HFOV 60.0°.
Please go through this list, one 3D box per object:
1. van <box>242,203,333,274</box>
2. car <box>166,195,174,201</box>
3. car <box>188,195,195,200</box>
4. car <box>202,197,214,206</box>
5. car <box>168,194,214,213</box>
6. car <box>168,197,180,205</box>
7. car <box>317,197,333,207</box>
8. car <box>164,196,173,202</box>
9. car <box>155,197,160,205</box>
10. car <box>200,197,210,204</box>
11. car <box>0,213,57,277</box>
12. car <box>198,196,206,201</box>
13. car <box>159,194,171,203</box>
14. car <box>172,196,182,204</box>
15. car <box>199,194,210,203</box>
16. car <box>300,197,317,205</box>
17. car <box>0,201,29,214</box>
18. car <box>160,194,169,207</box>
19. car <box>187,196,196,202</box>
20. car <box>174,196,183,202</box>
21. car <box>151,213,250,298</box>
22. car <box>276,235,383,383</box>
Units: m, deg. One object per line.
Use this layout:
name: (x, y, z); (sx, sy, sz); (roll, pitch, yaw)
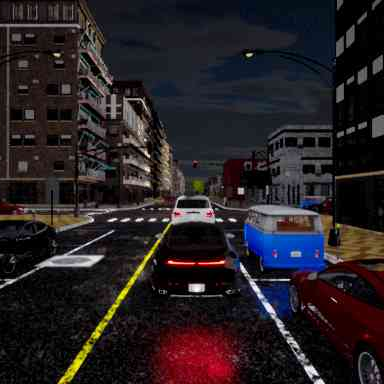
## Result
van: (2.643, 1.343, 10.308); (1.690, 1.788, 3.998); (0, 0, 0)
car: (-5.842, 1.617, 88.144); (1.752, 1.417, 4.829); (0, 0, 0)
car: (-0.160, 1.584, 91.929); (1.895, 1.301, 4.718); (0, 0, 0)
car: (2.596, 1.562, 55.265); (1.752, 1.417, 4.829); (0, 0, 0)
car: (0.057, 1.225, 18.491); (2.150, 2.045, 5.566); (0, 0, 0)
car: (-3.179, 1.643, 59.108); (1.895, 1.301, 4.718); (0, 0, 0)
car: (14.868, 1.359, 31.221); (5.009, 1.841, 2.192); (0, 0, 0)
car: (-5.833, 1.632, 82.775); (2.008, 1.369, 4.403); (0, 0, 0)
car: (-5.794, 1.569, 60.448); (1.752, 1.417, 4.829); (0, 0, 0)
car: (2.577, 1.634, 66.173); (1.802, 1.307, 4.206); (0, 0, 0)
car: (-5.705, 1.567, 10.319); (1.947, 1.339, 4.313); (0, 0, 0)
car: (2.538, 1.643, 88.329); (2.008, 1.369, 4.403); (0, 0, 0)
car: (-5.813, 1.376, 71.697); (2.192, 1.841, 5.009); (0, 0, 0)
car: (-3.134, 1.581, 68.164); (1.812, 1.442, 4.674); (0, 0, 0)
car: (2.568, 1.376, 71.712); (2.192, 1.841, 5.009); (0, 0, 0)
car: (15.082, 1.620, 36.973); (5.357, 1.411, 2.033); (0, 0, 2)
car: (-17.520, 1.535, 31.084); (4.206, 1.307, 1.802); (0, 0, 0)
car: (-3.187, 1.383, 50.165); (2.097, 1.767, 4.553); (0, 0, 0)
car: (-0.143, 1.618, 81.479); (2.033, 1.411, 5.357); (0, 0, 0)
car: (-3.138, 1.624, 78.180); (1.994, 1.385, 4.181); (0, 0, 0)
car: (0.083, 1.506, 8.491); (1.837, 1.490, 4.892); (0, 0, 0)
car: (2.652, 1.582, 4.619); (1.802, 1.307, 4.206); (0, 0, 0)
